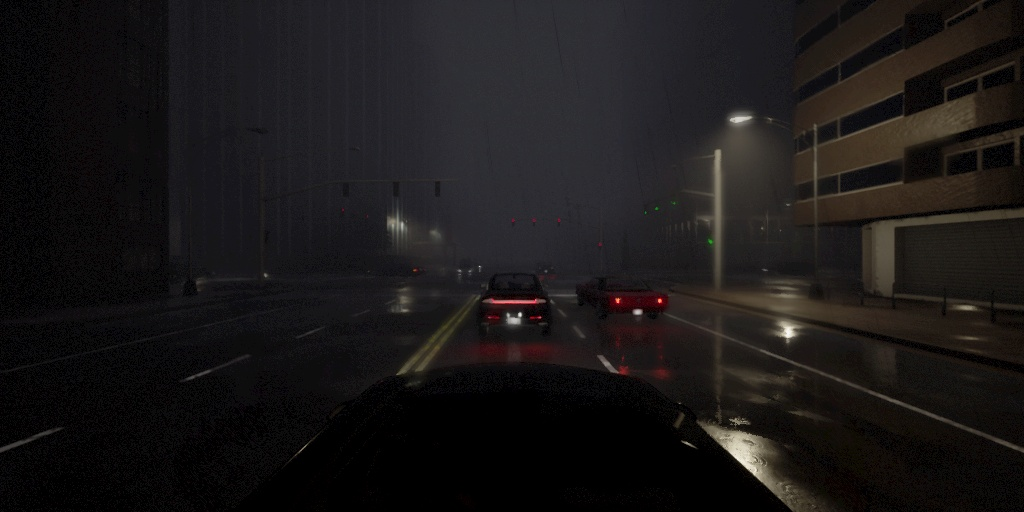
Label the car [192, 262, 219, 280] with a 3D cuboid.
[{"bbox_3d":[-27.441,1.220,30.099,4.902,1.511,2.128,0,0,1],"label":"car"}]

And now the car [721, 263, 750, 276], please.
[{"bbox_3d":[23.578,1.324,36.737,4.718,1.301,1.895,0,0,1],"label":"car"}]

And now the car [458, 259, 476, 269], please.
[{"bbox_3d":[-7.035,1.213,55.130,1.837,1.490,4.892,0,0,0],"label":"car"}]

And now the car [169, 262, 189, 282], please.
[{"bbox_3d":[-27.400,1.236,26.599,4.892,1.490,1.837,0,0,1],"label":"car"}]

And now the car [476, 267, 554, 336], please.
[{"bbox_3d":[0.075,1.235,10.406,2.128,1.511,4.902,0,0,0],"label":"car"}]

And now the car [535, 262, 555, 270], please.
[{"bbox_3d":[3.634,1.321,40.498,1.895,1.301,4.718,0,0,0],"label":"car"}]

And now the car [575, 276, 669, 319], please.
[{"bbox_3d":[3.591,1.342,12.697,1.895,1.301,4.718,0,0,-2],"label":"car"}]

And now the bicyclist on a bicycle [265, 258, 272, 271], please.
[{"bbox_3d":[-28.736,1.020,42.094,0.582,1.620,1.656,0,0,1],"label":"bicyclist on a bicycle"}]

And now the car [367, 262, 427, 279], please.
[{"bbox_3d":[-10.377,1.274,32.398,5.357,1.411,2.033,0,0,19],"label":"car"}]

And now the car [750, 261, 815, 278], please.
[{"bbox_3d":[25.323,1.230,33.217,4.892,1.490,1.837,0,0,1],"label":"car"}]
